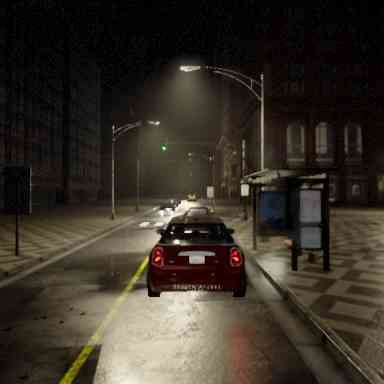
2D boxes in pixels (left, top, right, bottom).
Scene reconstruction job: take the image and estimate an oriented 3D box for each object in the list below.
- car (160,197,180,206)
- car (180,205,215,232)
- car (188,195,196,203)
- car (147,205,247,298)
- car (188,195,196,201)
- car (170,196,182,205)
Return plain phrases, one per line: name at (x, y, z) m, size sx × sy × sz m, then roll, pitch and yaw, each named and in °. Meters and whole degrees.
car at (-3.108, 1.676, 44.157) m, size 2.033 × 1.411 × 5.357 m, roll 0°, pitch 0°, yaw 0°
car at (0.432, 1.644, 21.520) m, size 1.994 × 1.385 × 4.181 m, roll 0°, pitch 0°, yaw 5°
car at (-0.016, 1.753, 74.169) m, size 1.895 × 1.301 × 4.718 m, roll 0°, pitch 0°, yaw 0°
car at (0.098, 1.388, 8.782) m, size 2.097 × 1.767 × 4.553 m, roll 0°, pitch 0°, yaw 0°
car at (-0.018, 1.480, 84.145) m, size 1.882 × 1.535 × 5.008 m, roll 0°, pitch 0°, yaw 0°
car at (-3.060, 1.649, 64.456) m, size 2.128 × 1.511 × 4.902 m, roll 0°, pitch 0°, yaw 0°
